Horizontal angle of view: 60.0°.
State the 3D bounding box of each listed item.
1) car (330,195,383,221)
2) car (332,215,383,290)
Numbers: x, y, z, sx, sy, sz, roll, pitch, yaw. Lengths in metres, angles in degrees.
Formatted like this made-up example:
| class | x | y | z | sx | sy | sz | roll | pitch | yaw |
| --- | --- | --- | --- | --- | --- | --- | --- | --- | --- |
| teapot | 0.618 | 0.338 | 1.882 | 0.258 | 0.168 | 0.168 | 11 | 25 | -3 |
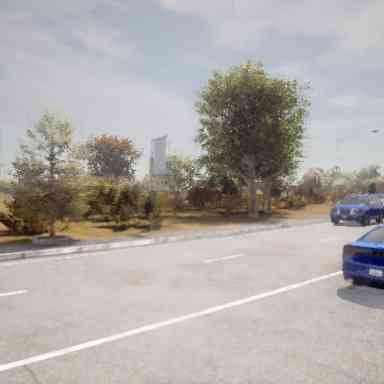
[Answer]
| class | x | y | z | sx | sy | sz | roll | pitch | yaw |
| --- | --- | --- | --- | --- | --- | --- | --- | --- | --- |
| car | 11.896 | 1.252 | 23.715 | 2.150 | 2.045 | 5.566 | 0 | 0 | 45 |
| car | 5.670 | 1.490 | 8.341 | 5.008 | 1.535 | 1.882 | 0 | 0 | -39 |
